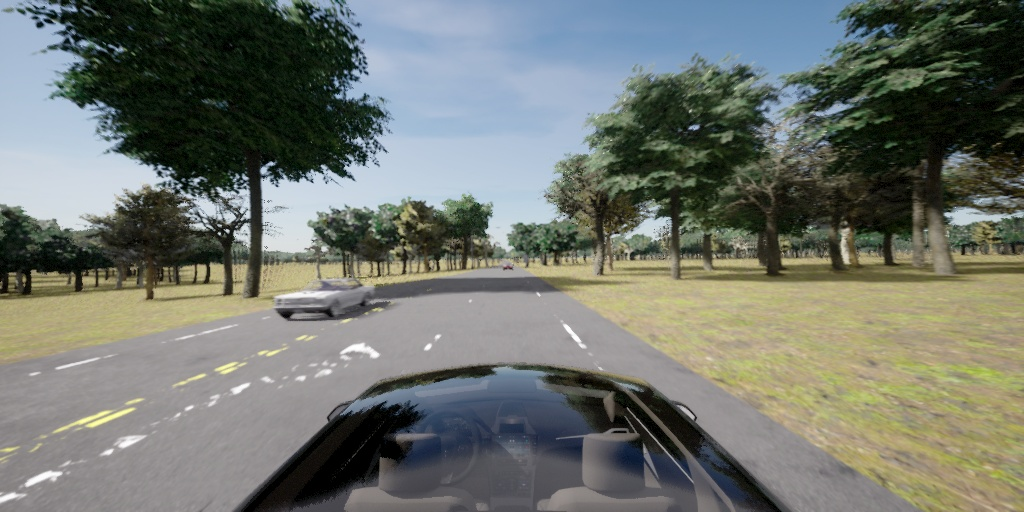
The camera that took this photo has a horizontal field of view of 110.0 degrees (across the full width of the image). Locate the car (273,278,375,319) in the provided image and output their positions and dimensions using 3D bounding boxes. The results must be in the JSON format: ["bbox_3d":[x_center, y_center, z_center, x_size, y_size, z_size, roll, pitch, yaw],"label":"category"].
[{"bbox_3d":[-7.244,1.586,14.350,1.895,1.301,4.718,-1,0,-1],"label":"car"}]
